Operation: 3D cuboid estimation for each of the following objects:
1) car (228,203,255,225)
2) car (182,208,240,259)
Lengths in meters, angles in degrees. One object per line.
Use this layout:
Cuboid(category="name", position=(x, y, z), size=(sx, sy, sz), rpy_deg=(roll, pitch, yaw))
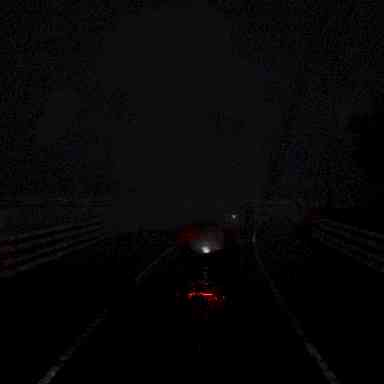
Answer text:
Cuboid(category="car", position=(3.994, 1.652, 27.506), size=(1.837, 1.490, 4.892), rpy_deg=(-1, 0, 18))
Cuboid(category="car", position=(0.824, 1.621, 13.159), size=(1.837, 1.490, 4.892), rpy_deg=(-1, 0, 9))
